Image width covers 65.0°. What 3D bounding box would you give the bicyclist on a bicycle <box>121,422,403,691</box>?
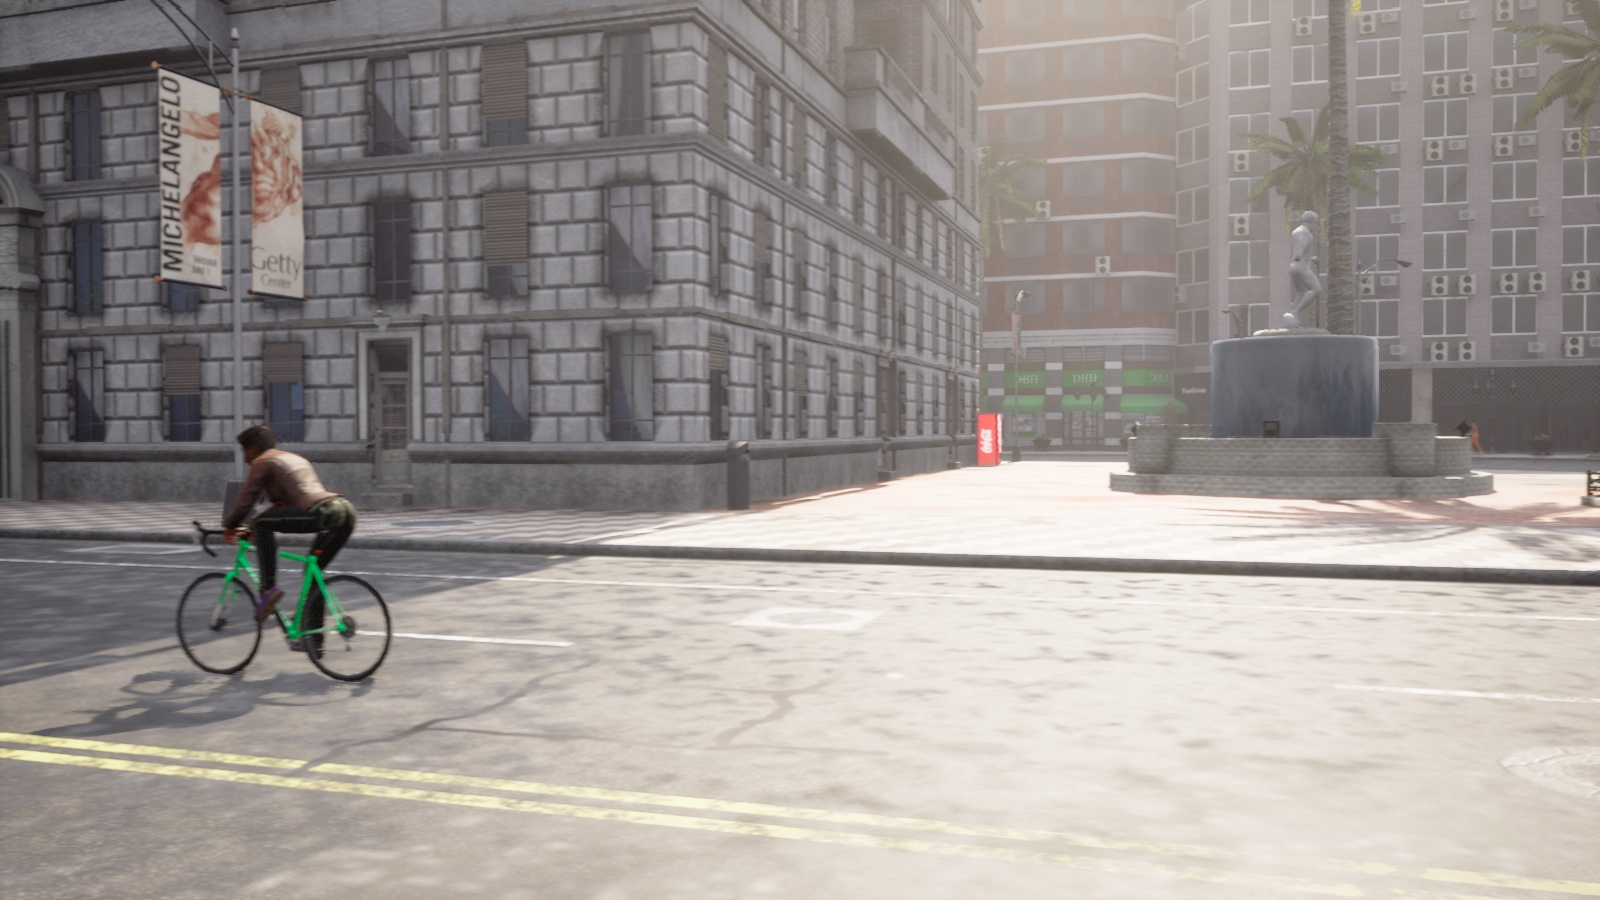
[{"bbox_3d":[-3.445,0.640,8.060,1.656,1.620,0.582,0,1,17],"label":"bicyclist on a bicycle"}]

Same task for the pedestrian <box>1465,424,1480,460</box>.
[{"bbox_3d":[34.871,-0.425,65.110,0.594,1.836,0.345,1,1,43],"label":"pedestrian"}]
